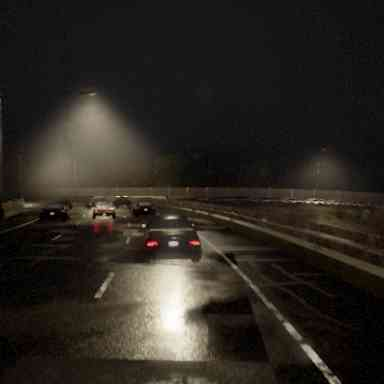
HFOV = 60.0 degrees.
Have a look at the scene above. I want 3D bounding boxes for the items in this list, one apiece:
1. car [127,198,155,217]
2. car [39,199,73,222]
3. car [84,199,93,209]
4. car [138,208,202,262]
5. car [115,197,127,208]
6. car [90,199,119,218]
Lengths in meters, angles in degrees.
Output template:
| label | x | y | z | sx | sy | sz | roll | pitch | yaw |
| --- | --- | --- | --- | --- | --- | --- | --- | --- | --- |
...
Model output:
| label | x | y | z | sx | sy | sz | roll | pitch | yaw |
| --- | --- | --- | --- | --- | --- | --- | --- | --- | --- |
| car | -4.520 | 1.503 | 30.487 | 1.994 | 1.385 | 4.181 | 0 | 0 | -16 |
| car | -10.695 | 1.537 | 26.192 | 1.994 | 1.385 | 4.181 | 0 | 0 | -15 |
| car | -12.880 | 1.538 | 43.394 | 1.895 | 1.301 | 4.718 | 0 | 0 | -24 |
| car | -0.823 | 1.519 | 12.005 | 2.033 | 1.411 | 5.357 | 0 | 0 | -7 |
| car | -9.412 | 1.428 | 44.118 | 1.837 | 1.490 | 4.892 | 0 | 0 | -23 |
| car | -7.782 | 1.555 | 29.343 | 1.895 | 1.301 | 4.718 | 0 | 0 | -16 |
